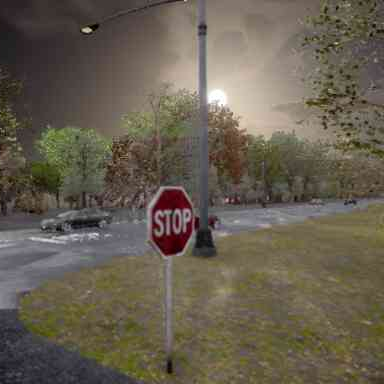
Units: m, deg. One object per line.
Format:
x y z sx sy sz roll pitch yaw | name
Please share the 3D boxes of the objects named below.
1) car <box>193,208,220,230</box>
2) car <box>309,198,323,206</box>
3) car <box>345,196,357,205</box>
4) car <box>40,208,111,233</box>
-0.054 1.736 21.440 1.882 1.535 5.008 -1 -1 36 | car
25.612 2.122 68.716 1.837 1.490 4.892 -1 -1 36 | car
34.790 1.824 72.795 2.150 2.045 5.566 -1 -1 29 | car
-7.806 1.905 22.664 1.837 1.490 4.892 -1 0 36 | car
